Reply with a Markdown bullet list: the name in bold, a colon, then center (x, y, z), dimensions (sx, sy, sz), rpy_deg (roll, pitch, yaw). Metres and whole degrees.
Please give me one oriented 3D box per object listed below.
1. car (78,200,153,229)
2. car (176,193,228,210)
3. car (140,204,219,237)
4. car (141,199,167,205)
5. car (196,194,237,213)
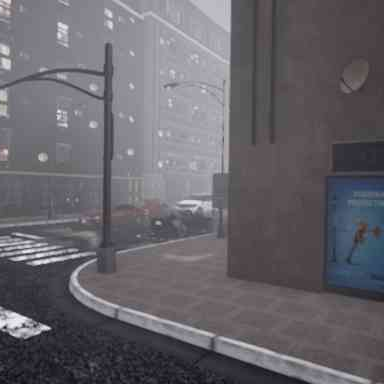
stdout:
- **car**: center (-4.899, 1.423, 21.085), dimensions (1.812, 1.442, 4.674), rpy_deg (1, 1, 35)
- **car**: center (0.776, 1.106, 29.168), dimensions (2.150, 2.045, 5.566), rpy_deg (1, 1, 35)
- **car**: center (-0.451, 1.556, 17.997), dimensions (1.947, 1.339, 4.313), rpy_deg (1, 1, 35)
- **car**: center (-3.690, 1.288, 27.095), dimensions (1.967, 1.590, 4.097), rpy_deg (1, 1, 35)
- **car**: center (2.729, 1.149, 36.243), dimensions (2.192, 1.841, 5.009), rpy_deg (1, 1, 35)
